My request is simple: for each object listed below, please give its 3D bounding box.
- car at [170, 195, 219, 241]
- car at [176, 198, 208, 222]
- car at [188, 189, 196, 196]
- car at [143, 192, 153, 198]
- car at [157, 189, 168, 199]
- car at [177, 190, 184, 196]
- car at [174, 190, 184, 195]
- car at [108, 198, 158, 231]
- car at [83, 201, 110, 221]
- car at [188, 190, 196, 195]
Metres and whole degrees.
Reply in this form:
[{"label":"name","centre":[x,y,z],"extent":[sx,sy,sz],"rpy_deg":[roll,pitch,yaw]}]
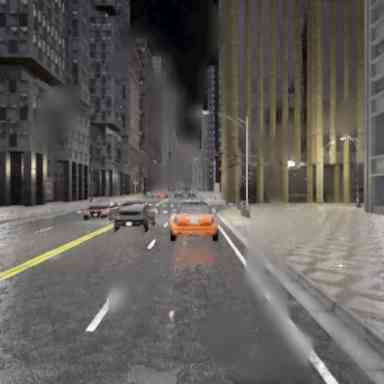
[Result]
[{"label":"car","centre":[0.101,1.209,15.980],"extent":[2.097,1.767,4.553],"rpy_deg":[0,1,0]},{"label":"car","centre":[0.027,1.258,24.987],"extent":[2.128,1.511,4.902],"rpy_deg":[0,1,1]},{"label":"car","centre":[-0.019,0.148,92.497],"extent":[2.097,1.767,4.553],"rpy_deg":[0,1,0]},{"label":"car","centre":[-9.768,0.697,73.616],"extent":[1.837,1.490,4.892],"rpy_deg":[0,1,0]},{"label":"car","centre":[-6.518,0.423,73.584],"extent":[2.150,2.045,5.566],"rpy_deg":[0,1,0]},{"label":"car","centre":[-3.269,0.293,92.529],"extent":[1.837,1.490,4.892],"rpy_deg":[0,1,0]},{"label":"car","centre":[-3.267,0.433,82.494],"extent":[2.097,1.767,4.553],"rpy_deg":[0,1,0]},{"label":"car","centre":[-3.155,1.331,19.051],"extent":[1.837,1.490,4.892],"rpy_deg":[0,0,0]},{"label":"car","centre":[-6.552,1.335,24.603],"extent":[1.994,1.385,4.181],"rpy_deg":[0,0,1]},{"label":"car","centre":[-0.017,0.602,82.527],"extent":[1.812,1.442,4.674],"rpy_deg":[0,1,0]}]
